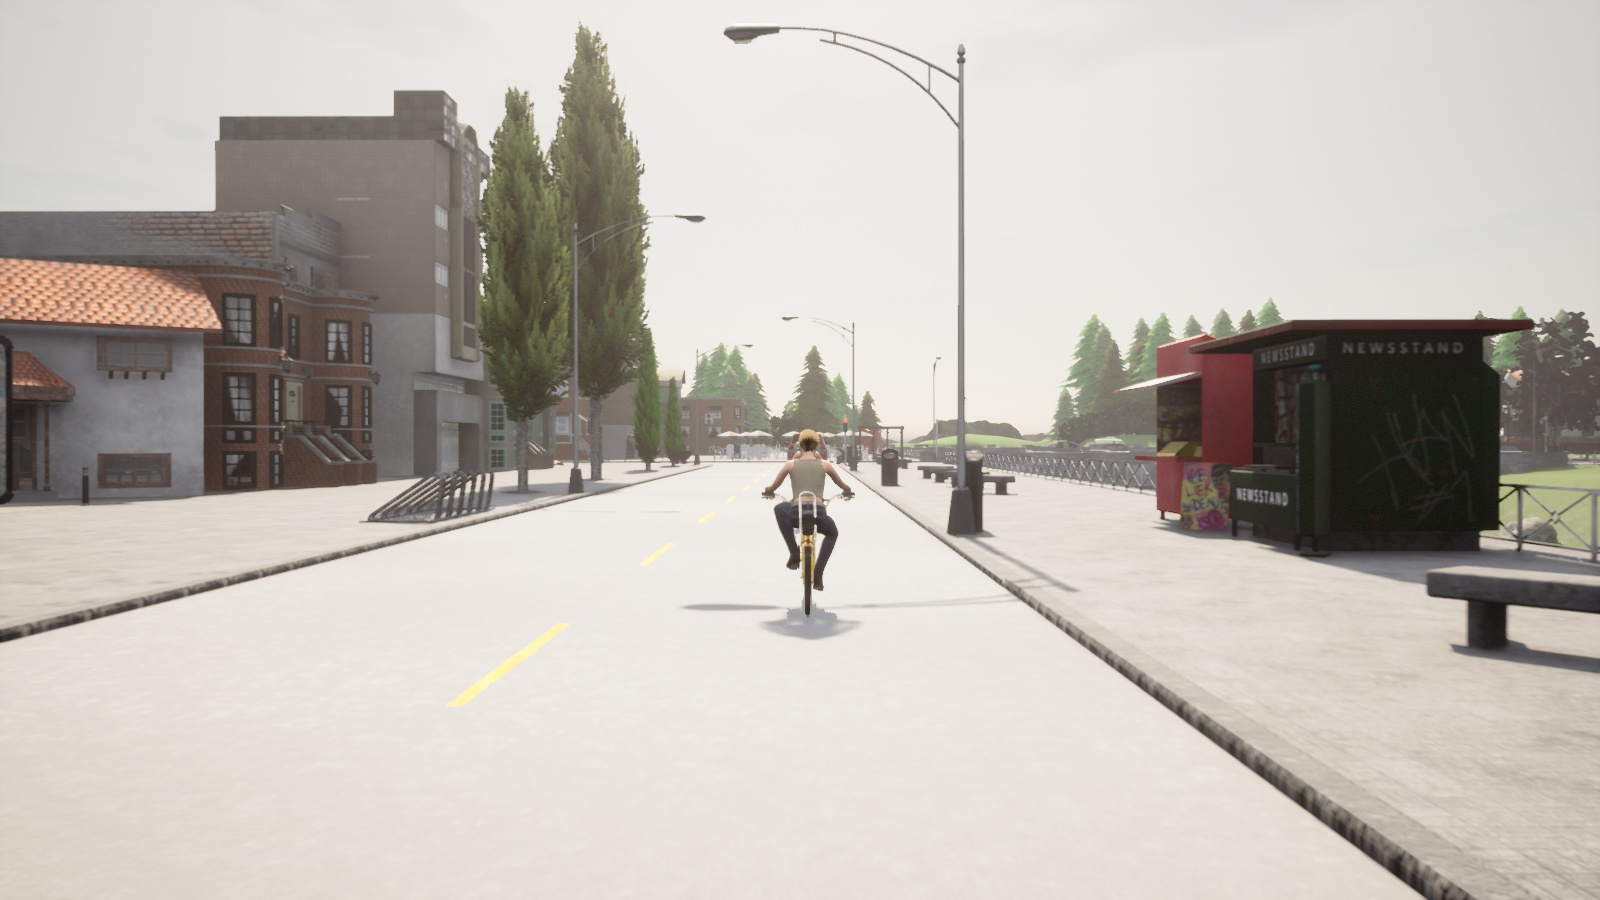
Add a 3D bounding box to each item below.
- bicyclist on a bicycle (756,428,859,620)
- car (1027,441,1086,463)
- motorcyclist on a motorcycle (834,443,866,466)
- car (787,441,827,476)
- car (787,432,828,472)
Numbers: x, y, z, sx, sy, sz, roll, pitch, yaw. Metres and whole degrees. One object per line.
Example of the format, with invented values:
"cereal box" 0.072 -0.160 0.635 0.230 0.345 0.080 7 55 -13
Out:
"bicyclist on a bicycle" 0.073 0.619 11.295 0.866 1.612 1.509 0 0 1
"car" 18.904 0.137 92.711 3.988 1.617 1.851 0 0 1
"motorcyclist on a motorcycle" 3.469 0.290 87.743 2.191 1.530 0.866 0 2 -40
"car" 0.338 0.392 58.523 1.789 1.549 3.705 0 0 0
"car" 0.393 0.082 68.088 2.150 2.045 5.566 0 0 0
